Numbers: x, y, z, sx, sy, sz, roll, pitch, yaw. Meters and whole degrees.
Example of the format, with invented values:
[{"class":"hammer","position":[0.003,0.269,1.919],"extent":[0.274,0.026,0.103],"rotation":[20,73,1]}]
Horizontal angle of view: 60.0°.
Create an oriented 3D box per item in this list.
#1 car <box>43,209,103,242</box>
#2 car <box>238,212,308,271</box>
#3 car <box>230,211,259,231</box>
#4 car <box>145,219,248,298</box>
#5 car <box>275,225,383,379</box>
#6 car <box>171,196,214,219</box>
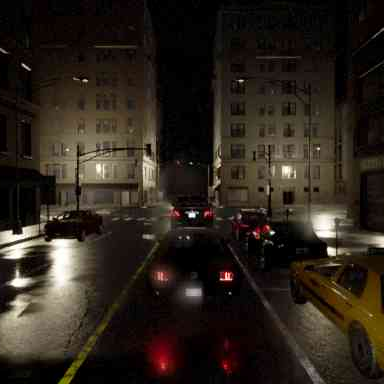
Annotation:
[{"class":"car","position":[-5.675,1.538,16.300],"extent":[1.887,1.381,4.507],"rotation":[-1,0,0]},{"class":"car","position":[2.867,1.562,10.712],"extent":[1.947,1.339,4.313],"rotation":[-1,0,0]},{"class":"car","position":[2.870,1.576,16.298],"extent":[1.802,1.307,4.206],"rotation":[-1,0,0]},{"class":"car","position":[0.046,1.598,8.467],"extent":[1.895,1.301,4.718],"rotation":[0,0,0]},{"class":"car","position":[2.863,1.524,5.296],"extent":[1.752,1.417,4.829],"rotation":[-1,0,0]},{"class":"car","position":[0.002,1.215,18.459],"extent":[2.150,2.045,5.566],"rotation":[0,0,0]}]
